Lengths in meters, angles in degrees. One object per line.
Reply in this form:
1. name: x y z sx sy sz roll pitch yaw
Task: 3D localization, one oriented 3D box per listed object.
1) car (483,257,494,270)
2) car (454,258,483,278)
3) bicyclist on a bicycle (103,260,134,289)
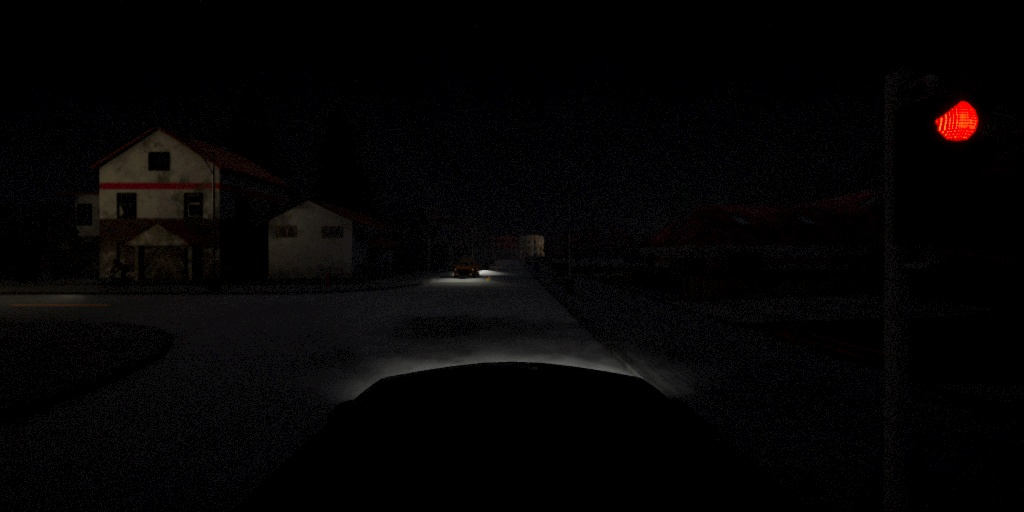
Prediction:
1. car: -4.069 1.095 49.095 2.128 1.511 4.902 0 0 0
2. car: -4.088 1.132 32.841 1.882 1.535 5.008 0 0 0
3. bicyclist on a bicycle: -22.538 1.041 20.570 0.582 1.620 1.656 0 0 0
